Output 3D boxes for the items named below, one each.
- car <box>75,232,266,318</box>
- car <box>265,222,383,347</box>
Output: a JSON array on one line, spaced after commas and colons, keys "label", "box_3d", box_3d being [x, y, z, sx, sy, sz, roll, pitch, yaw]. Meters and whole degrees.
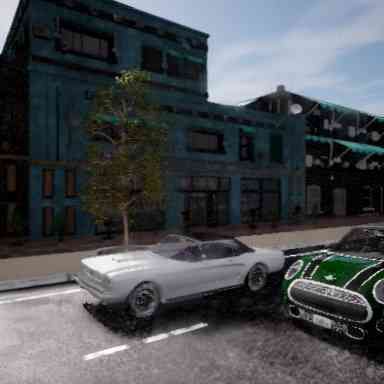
[{"label": "car", "box_3d": [-0.105, 1.638, 7.604, 4.718, 1.301, 1.895, 1, 0, -35]}, {"label": "car", "box_3d": [3.824, 1.411, 6.413, 4.553, 1.767, 2.097, 1, 0, -36]}]
